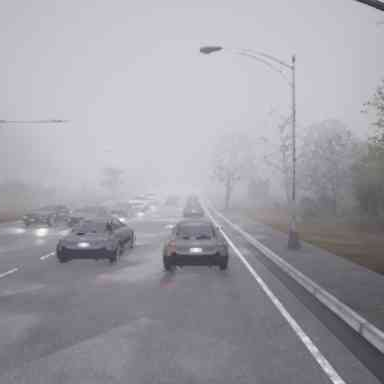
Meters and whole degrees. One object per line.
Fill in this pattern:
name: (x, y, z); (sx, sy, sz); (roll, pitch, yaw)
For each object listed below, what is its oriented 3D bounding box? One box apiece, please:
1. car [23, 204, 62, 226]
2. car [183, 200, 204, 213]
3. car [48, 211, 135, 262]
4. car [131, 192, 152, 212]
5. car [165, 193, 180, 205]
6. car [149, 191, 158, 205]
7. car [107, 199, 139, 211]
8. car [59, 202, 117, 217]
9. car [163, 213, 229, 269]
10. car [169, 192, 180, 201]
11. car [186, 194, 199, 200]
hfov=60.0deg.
car: (-10.543, 1.647, 24.649); (1.837, 1.490, 4.892); (0, 0, 3)
car: (0.146, 1.754, 32.784); (1.994, 1.385, 4.181); (0, 0, 0)
car: (-3.385, 1.636, 12.403); (1.994, 1.385, 4.181); (0, 0, 0)
car: (-6.994, 1.418, 43.718); (2.150, 2.045, 5.566); (0, 1, 1)
car: (-3.419, 1.382, 54.817); (1.994, 1.385, 4.181); (0, 3, 0)
car: (-6.943, 1.004, 55.579); (2.150, 2.045, 5.566); (0, 3, 0)
car: (-7.046, 1.741, 33.436); (2.033, 1.411, 5.357); (0, 0, 0)
car: (-7.071, 1.683, 23.361); (2.033, 1.411, 5.357); (0, 0, 0)
car: (0.114, 1.630, 11.420); (1.994, 1.385, 4.181); (0, 0, 0)
car: (-3.403, 0.837, 64.822); (1.882, 1.535, 5.008); (0, 3, 0)
car: (0.112, 1.045, 57.510); (2.097, 1.767, 4.553); (0, 3, 1)
